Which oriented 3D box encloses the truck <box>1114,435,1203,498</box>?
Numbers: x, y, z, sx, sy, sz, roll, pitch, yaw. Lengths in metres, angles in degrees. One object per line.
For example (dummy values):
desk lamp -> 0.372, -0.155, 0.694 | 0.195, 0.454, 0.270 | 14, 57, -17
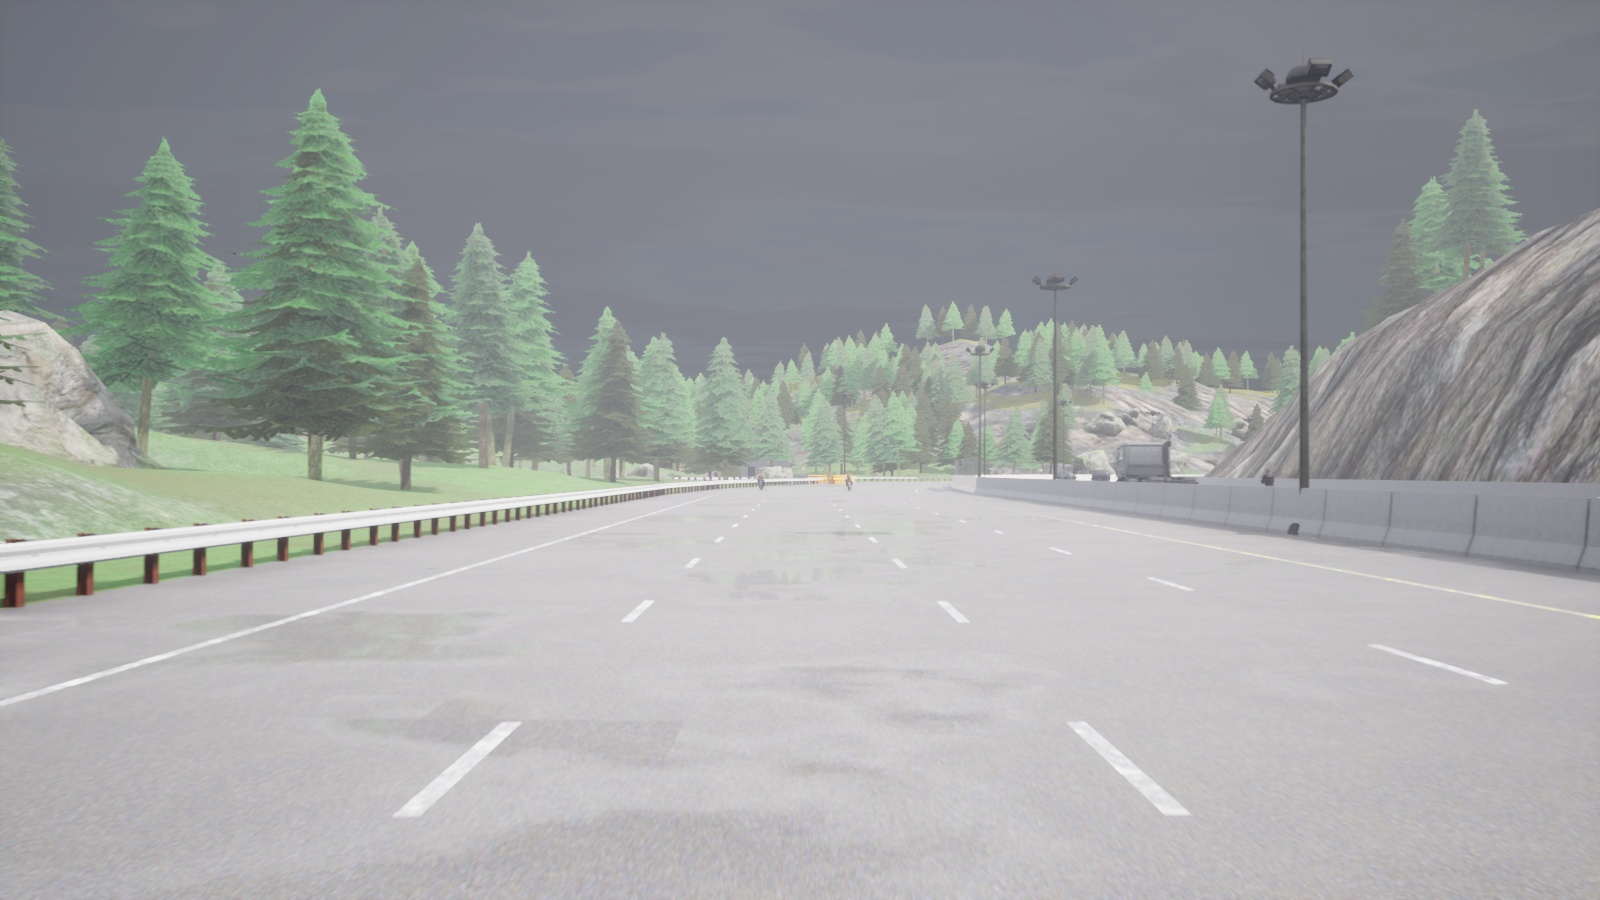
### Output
truck -> 20.818, 0.979, 73.482 | 2.891, 3.462, 7.936 | 0, -1, 0
